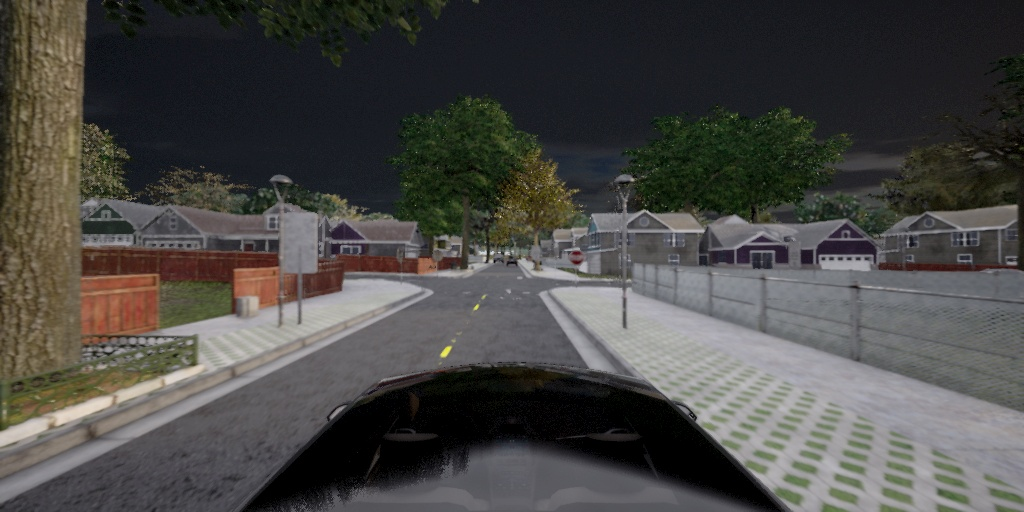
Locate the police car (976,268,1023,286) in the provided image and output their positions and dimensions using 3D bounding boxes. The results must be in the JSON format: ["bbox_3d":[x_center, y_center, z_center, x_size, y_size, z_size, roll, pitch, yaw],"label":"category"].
[{"bbox_3d":[36.647,1.681,27.280,4.974,1.542,2.038,0,-1,0],"label":"police car"}]
